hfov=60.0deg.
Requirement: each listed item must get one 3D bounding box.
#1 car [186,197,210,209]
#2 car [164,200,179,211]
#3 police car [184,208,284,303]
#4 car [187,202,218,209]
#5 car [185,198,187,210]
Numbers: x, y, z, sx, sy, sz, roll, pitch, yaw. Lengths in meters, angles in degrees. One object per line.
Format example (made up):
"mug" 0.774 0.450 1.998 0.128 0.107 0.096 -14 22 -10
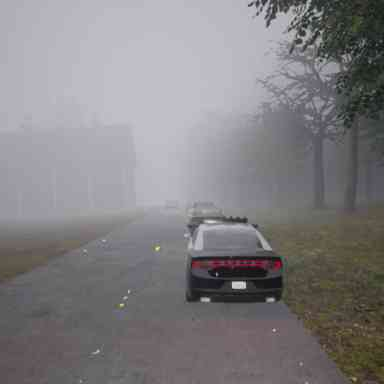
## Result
"car" 0.819 1.446 24.285 2.097 1.767 4.553 0 0 0
"car" -2.760 1.820 45.260 2.033 1.411 5.357 0 0 0
"police car" 0.823 1.436 8.418 1.930 1.638 5.238 0 0 0
"car" 0.821 1.531 18.311 1.882 1.535 5.008 0 0 0
"car" 0.018 1.824 45.682 2.033 1.411 5.357 0 0 1
